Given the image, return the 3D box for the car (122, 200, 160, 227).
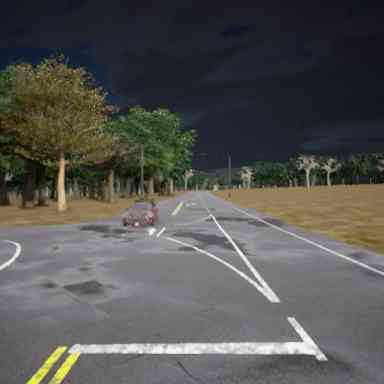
[{"bbox_3d":[-3.472,1.405,23.303,2.097,1.767,4.553,0,1,0],"label":"car"}]
